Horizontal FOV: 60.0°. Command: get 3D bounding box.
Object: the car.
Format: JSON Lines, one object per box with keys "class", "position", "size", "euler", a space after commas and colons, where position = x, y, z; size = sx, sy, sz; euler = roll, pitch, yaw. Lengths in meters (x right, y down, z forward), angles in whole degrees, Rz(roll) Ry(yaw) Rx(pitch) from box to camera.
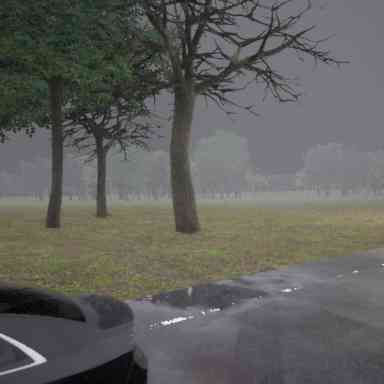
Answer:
{"class": "car", "position": [-2.661, 1.505, 2.094], "size": [4.892, 1.490, 1.837], "euler": [0, 0, -35]}
